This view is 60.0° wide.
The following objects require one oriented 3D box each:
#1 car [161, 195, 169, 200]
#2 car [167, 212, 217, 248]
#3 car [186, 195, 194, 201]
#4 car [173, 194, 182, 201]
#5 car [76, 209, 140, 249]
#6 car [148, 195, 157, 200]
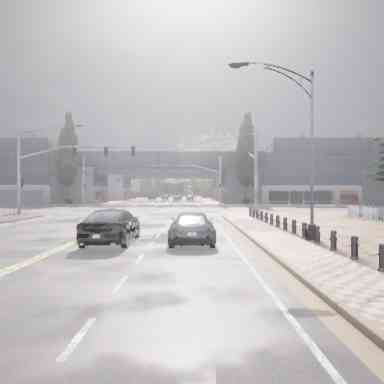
[{"bbox_3d":[-7.444,1.480,91.711,2.128,1.511,4.902,0,0,0],"label":"car"},{"bbox_3d":[0.000,1.570,14.650,1.994,1.385,4.181,0,0,0],"label":"car"},{"bbox_3d":[-0.475,1.543,87.048,1.994,1.385,4.181,0,0,0],"label":"car"},{"bbox_3d":[-3.975,1.531,87.072,2.033,1.411,5.357,0,0,0],"label":"car"},{"bbox_3d":[-3.500,1.483,14.650,1.882,1.535,5.008,0,0,0],"label":"car"},{"bbox_3d":[-10.944,1.550,91.705,1.895,1.301,4.718,0,0,0],"label":"car"}]
